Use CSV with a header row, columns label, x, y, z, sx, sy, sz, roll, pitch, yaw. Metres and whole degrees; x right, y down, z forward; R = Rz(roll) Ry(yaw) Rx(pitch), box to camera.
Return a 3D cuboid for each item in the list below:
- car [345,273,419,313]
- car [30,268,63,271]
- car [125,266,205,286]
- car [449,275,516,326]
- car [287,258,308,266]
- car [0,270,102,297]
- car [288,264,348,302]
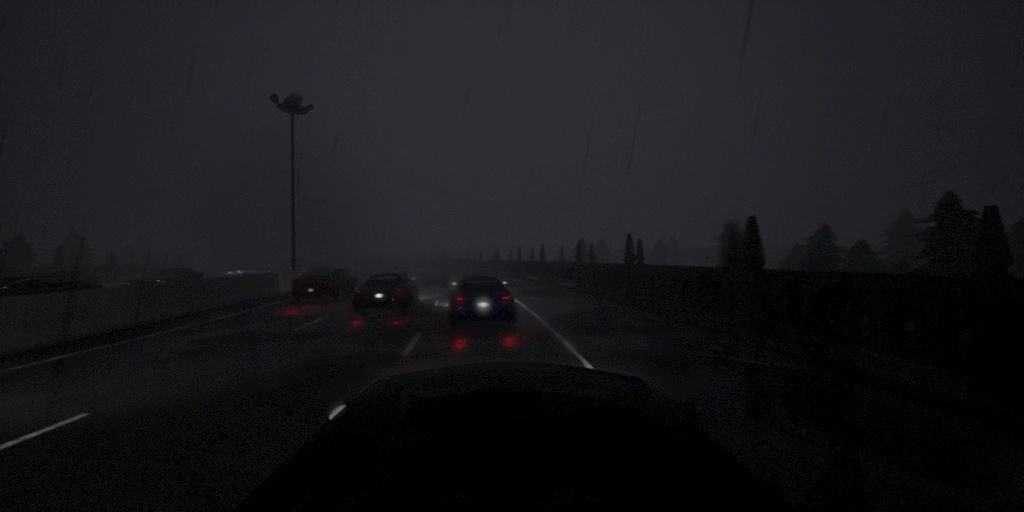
label,x,y,z,sx,sy,sz,roll,pitch,yaw
car,-4.930,1.360,14.478,1.994,1.385,4.181,0,0,-8
car,-23.640,1.420,18.063,1.882,1.535,5.008,0,0,-14
car,-21.059,1.403,22.030,1.882,1.535,5.008,0,0,-16
car,-1.054,1.329,11.942,1.994,1.385,4.181,0,0,-7
car,-29.777,1.231,49.754,2.150,2.045,5.566,0,0,-33
car,-15.140,1.364,10.619,2.128,1.511,4.902,0,0,-8
car,-9.067,1.308,17.750,1.882,1.535,5.008,0,0,-11
